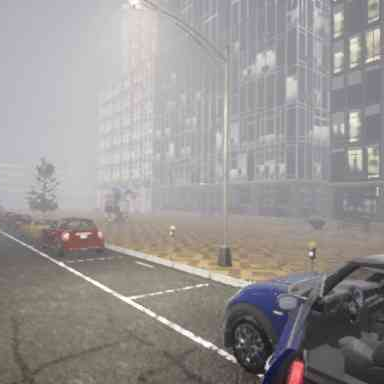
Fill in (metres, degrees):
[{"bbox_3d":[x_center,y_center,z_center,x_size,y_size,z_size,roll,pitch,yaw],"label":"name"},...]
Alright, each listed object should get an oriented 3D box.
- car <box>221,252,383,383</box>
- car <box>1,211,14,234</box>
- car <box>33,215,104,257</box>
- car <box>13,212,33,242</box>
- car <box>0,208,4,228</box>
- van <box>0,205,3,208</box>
[{"bbox_3d":[2.412,1.510,3.910,2.097,1.767,4.553,2,-2,-37],"label":"car"},{"bbox_3d":[-12.161,2.203,23.803,1.802,1.307,4.206,2,-2,-37],"label":"car"},{"bbox_3d":[-5.523,1.856,14.969,1.967,1.590,4.097,2,-2,-37],"label":"car"},{"bbox_3d":[-8.944,2.047,19.522,1.752,1.417,4.829,2,-2,-37],"label":"car"},{"bbox_3d":[-15.479,2.306,28.221,1.802,1.307,4.206,1,-2,-37],"label":"car"},{"bbox_3d":[-22.114,2.274,37.065,1.690,1.788,3.998,1,-2,-37],"label":"van"}]
